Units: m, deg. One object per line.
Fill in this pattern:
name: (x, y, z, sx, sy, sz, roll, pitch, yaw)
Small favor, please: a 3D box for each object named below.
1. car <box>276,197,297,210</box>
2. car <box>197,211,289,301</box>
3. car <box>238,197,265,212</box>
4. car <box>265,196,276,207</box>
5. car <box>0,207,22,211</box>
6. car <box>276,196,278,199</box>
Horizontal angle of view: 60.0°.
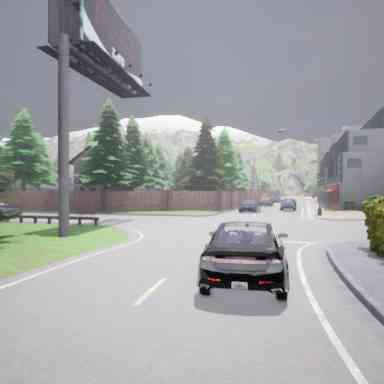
car: (12.125, 1.524, 41.627, 2.033, 1.411, 5.357, 0, 0, 19)
car: (1.376, 1.487, 8.428, 2.128, 1.511, 4.902, 0, 0, 12)
car: (6.346, 1.528, 36.079, 2.033, 1.411, 5.357, 0, 0, 19)
car: (11.025, 1.498, 49.886, 1.812, 1.442, 4.674, 0, 0, 19)
car: (-15.418, 1.336, 25.873, 4.674, 1.442, 1.812, 0, 0, 18)
car: (16.352, 1.529, 65.426, 1.994, 1.385, 4.181, 0, 0, 19)
